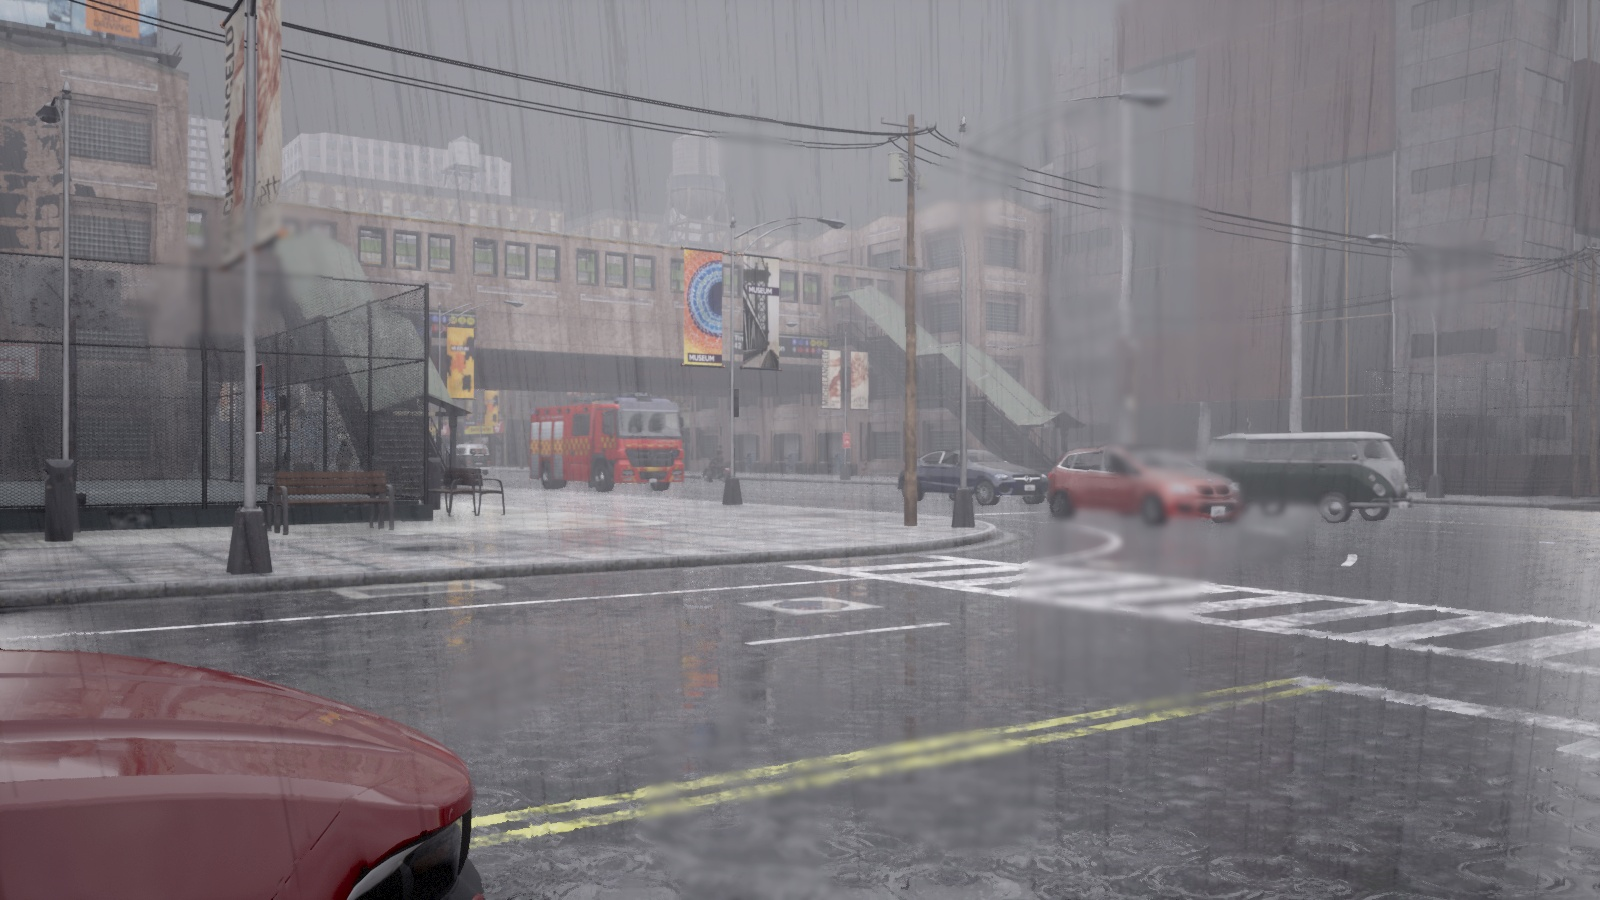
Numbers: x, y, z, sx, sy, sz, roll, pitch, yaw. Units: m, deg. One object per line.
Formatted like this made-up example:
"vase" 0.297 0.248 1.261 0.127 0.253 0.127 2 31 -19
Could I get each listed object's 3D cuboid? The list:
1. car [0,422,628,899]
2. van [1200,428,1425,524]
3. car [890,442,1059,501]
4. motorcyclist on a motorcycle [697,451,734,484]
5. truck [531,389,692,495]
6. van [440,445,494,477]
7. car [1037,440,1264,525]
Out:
"car" -2.898 0.733 1.605 5.008 1.535 1.882 0 0 -36
"van" 11.477 0.543 28.411 1.775 1.987 4.442 0 0 -35
"car" 5.127 0.604 37.576 2.152 1.651 5.027 0 0 -35
"motorcyclist on a motorcycle" -4.270 0.859 63.443 0.766 1.649 2.350 0 0 -35
"truck" -7.669 -0.281 49.896 2.891 3.827 8.468 0 0 -35
"van" -22.095 0.719 83.226 2.069 2.038 4.480 0 0 -35
"car" 7.465 0.640 27.250 2.242 1.667 4.611 0 0 -26
